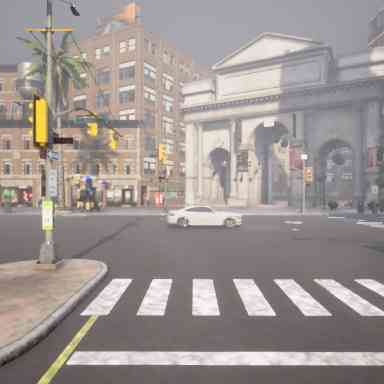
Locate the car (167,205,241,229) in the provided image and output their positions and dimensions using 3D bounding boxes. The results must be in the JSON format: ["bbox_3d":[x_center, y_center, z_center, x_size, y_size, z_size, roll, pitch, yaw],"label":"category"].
[{"bbox_3d":[0.765,1.526,21.035,4.674,1.442,1.812,0,0,0],"label":"car"}]
